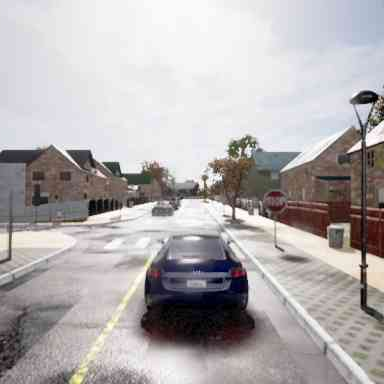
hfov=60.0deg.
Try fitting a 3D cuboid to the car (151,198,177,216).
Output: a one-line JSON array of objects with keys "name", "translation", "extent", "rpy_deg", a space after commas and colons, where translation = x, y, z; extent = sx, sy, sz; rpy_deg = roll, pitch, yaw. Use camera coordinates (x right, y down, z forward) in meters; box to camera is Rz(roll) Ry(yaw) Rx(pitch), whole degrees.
[{"name": "car", "translation": [-2.851, 1.616, 32.929], "extent": [1.994, 1.385, 4.181], "rpy_deg": [0, 0, 0]}]

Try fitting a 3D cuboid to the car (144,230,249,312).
[{"name": "car", "translation": [0.093, 1.568, 7.797], "extent": [1.994, 1.385, 4.181], "rpy_deg": [0, 0, 0]}]

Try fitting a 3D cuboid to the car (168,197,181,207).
[{"name": "car", "translation": [-2.817, 1.638, 54.723], "extent": [1.837, 1.490, 4.892], "rpy_deg": [0, 0, 1]}]

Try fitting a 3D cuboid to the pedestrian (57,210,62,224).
[{"name": "pedestrian", "translation": [-9.916, 1.836, 24.845], "extent": [0.500, 1.100, 0.500], "rpy_deg": [0, -2, 5]}]

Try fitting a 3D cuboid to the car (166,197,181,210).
[{"name": "car", "translation": [-2.848, 1.439, 44.177], "extent": [2.097, 1.767, 4.553], "rpy_deg": [0, 0, 0]}]
